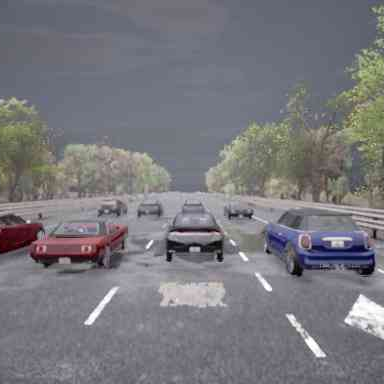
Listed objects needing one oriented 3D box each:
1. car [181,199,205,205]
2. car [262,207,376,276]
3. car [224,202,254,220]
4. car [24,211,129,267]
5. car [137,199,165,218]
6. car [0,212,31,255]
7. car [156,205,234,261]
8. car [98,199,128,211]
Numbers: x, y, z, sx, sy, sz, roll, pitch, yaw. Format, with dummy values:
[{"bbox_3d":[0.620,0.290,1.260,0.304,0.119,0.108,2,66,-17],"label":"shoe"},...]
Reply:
[{"bbox_3d":[0.092,1.351,28.132,2.128,1.511,4.902,0,0,0],"label":"car"},{"bbox_3d":[3.595,1.293,10.326,2.097,1.767,4.553,0,0,0],"label":"car"},{"bbox_3d":[3.593,1.466,26.653,1.895,1.301,4.718,0,0,0],"label":"car"},{"bbox_3d":[-3.403,1.538,11.125,1.895,1.301,4.718,0,0,0],"label":"car"},{"bbox_3d":[-3.408,1.351,28.096,2.128,1.511,4.902,0,0,0],"label":"car"},{"bbox_3d":[-6.903,1.413,11.488,1.882,1.535,5.008,0,0,0],"label":"car"},{"bbox_3d":[0.087,1.424,11.993,2.128,1.511,4.902,0,0,0],"label":"car"},{"bbox_3d":[-6.907,1.381,29.180,1.812,1.442,4.674,0,0,0],"label":"car"}]
